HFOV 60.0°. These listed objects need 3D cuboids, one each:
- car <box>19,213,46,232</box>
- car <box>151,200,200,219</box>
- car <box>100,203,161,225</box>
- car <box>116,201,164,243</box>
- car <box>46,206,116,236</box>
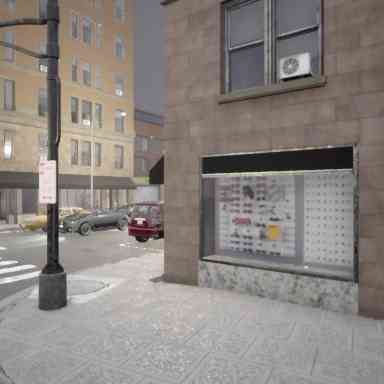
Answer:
[{"bbox_3d":[-7.815,1.520,20.096,1.752,1.417,4.829,0,0,35],"label":"car"},{"bbox_3d":[-1.359,1.497,29.383,1.752,1.417,4.829,0,0,35],"label":"car"},{"bbox_3d":[-4.489,1.548,24.880,1.947,1.339,4.313,0,0,35],"label":"car"},{"bbox_3d":[-0.732,1.306,15.346,2.192,1.841,5.009,0,0,35],"label":"car"},{"bbox_3d":[-5.515,1.557,18.573,1.994,1.385,4.181,0,0,35],"label":"car"}]
